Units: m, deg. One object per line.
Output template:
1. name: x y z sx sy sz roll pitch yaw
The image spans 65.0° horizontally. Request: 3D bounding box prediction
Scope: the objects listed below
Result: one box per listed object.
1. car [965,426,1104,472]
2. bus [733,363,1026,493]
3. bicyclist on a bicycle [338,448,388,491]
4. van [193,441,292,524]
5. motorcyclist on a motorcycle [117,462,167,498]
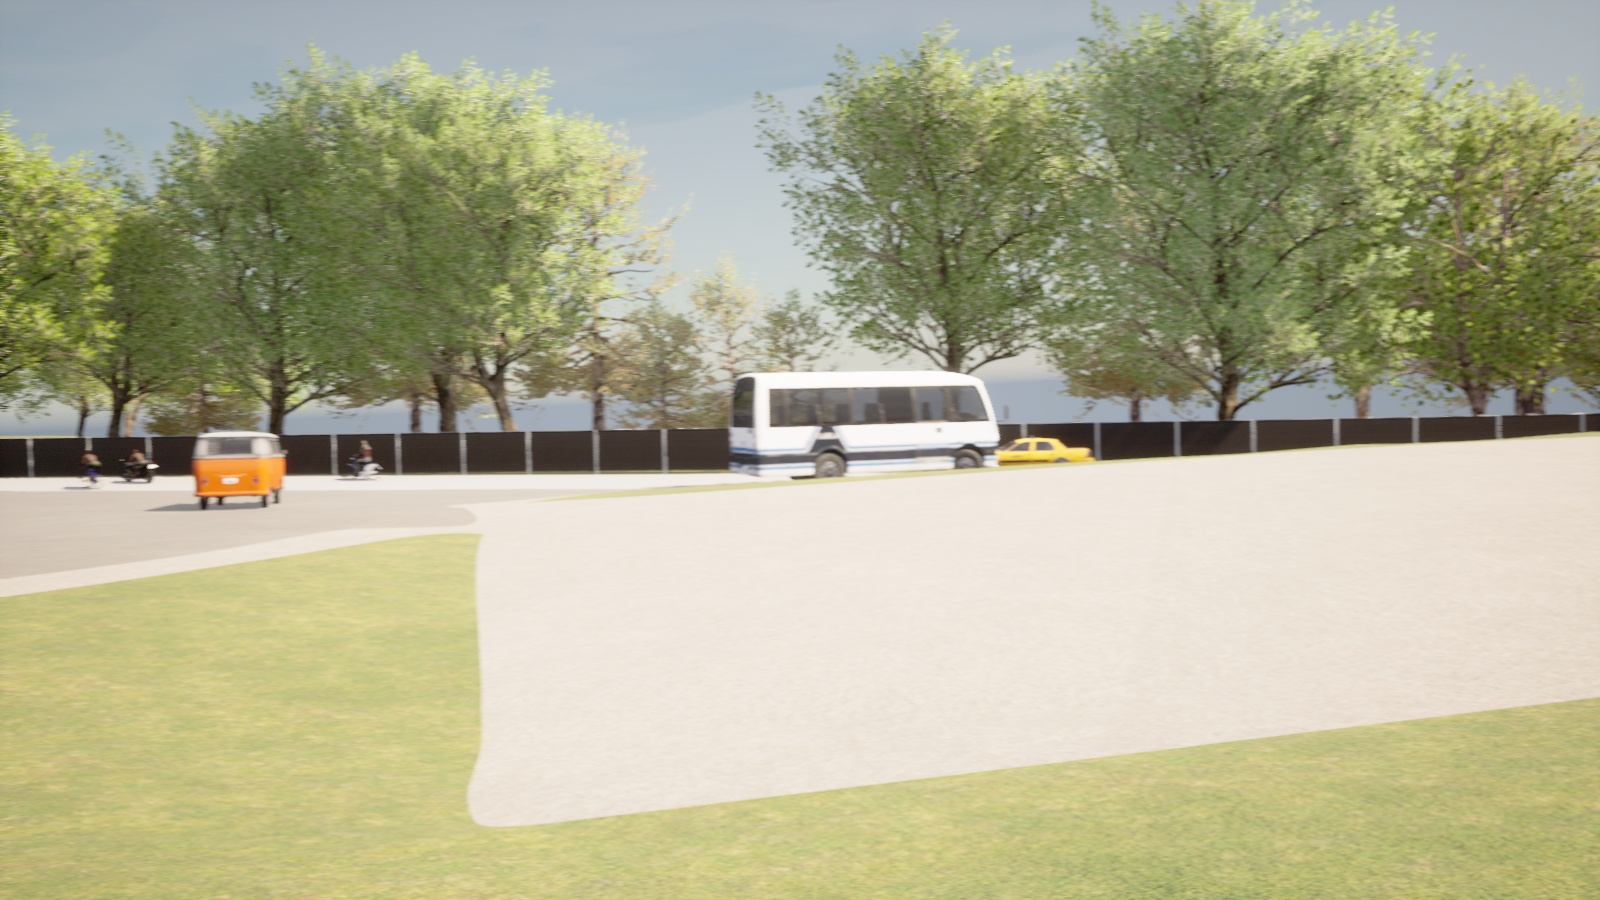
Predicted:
1. car: 9.502 -0.051 51.230 5.366 1.575 1.801 -2 3 4
2. bus: 3.039 -0.926 47.781 10.273 4.253 3.944 -3 2 -21
3. bicyclist on a bicycle: -18.956 0.862 54.483 1.843 1.776 0.659 -1 3 11
4. van: -14.791 0.822 33.520 1.775 1.987 4.442 -3 0 -16
5. motorcyclist on a motorcycle: -28.959 1.327 55.265 2.044 1.523 0.797 -1 4 25
